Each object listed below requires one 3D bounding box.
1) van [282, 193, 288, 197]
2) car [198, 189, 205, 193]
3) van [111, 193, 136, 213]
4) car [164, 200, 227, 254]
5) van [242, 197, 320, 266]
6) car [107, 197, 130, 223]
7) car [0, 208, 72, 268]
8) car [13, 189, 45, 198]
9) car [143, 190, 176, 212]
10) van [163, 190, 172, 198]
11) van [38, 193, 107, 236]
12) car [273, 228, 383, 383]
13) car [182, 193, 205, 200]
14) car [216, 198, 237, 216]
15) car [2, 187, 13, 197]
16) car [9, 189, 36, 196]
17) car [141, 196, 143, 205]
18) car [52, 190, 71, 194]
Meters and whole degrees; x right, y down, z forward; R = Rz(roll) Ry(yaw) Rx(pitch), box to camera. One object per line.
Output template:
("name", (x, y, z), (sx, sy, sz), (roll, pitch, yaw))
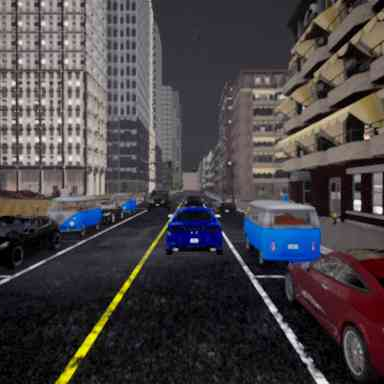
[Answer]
("van", (16.916, 0.979, 55.315), (3.998, 1.788, 1.690), (1, 0, 0))
("car", (2.666, 0.111, 93.699), (2.192, 1.841, 5.009), (0, 1, 0))
("van", (-5.698, 0.973, 27.628), (1.690, 1.788, 3.998), (0, 1, 0))
("car", (0.080, 1.305, 12.736), (1.882, 1.535, 5.008), (0, 1, 0))
("van", (2.687, 1.196, 10.685), (1.690, 1.788, 3.998), (0, 1, 0))
("car", (-5.696, 1.257, 21.982), (2.008, 1.369, 4.403), (0, 1, 0))
("car", (-5.693, 1.421, 10.686), (1.947, 1.339, 4.313), (0, 1, 0))
("car", (-26.722, 0.377, 55.330), (4.206, 1.307, 1.802), (1, 0, 0))
("car", (-3.103, 0.787, 32.798), (2.150, 2.045, 5.566), (0, 1, 0))
("van", (-5.710, 0.342, 77.044), (1.690, 1.788, 3.998), (0, 1, 0))
("van", (-5.695, 1.121, 16.332), (1.690, 1.788, 3.998), (0, 1, 0))
("car", (2.688, 1.512, 5.040), (1.802, 1.307, 4.206), (0, 1, 0))
("car", (0.085, 1.087, 31.425), (1.837, 1.490, 4.892), (0, 1, 0))
("car", (2.683, 1.183, 27.632), (2.008, 1.369, 4.403), (0, 1, 0))
("car", (-32.291, 0.003, 55.316), (5.009, 1.841, 2.192), (1, 0, 0))
("car", (-32.378, 0.148, 63.694), (4.206, 1.307, 1.802), (1, 0, 0))
("car", (-5.702, 0.853, 44.574), (1.967, 1.590, 4.097), (0, 1, 0))
("car", (-21.145, 0.343, 55.346), (4.097, 1.590, 1.967), (1, 0, 0))
